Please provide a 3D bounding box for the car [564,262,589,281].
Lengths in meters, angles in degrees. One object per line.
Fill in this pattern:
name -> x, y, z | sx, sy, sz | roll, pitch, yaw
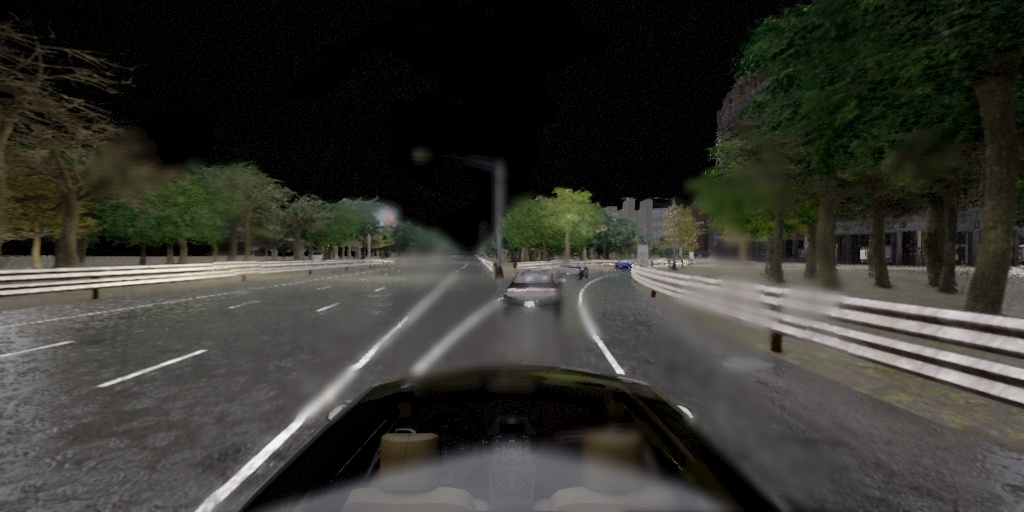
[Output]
car -> 5.387, 1.252, 30.546 | 2.128, 1.511, 4.902 | 0, 0, 21

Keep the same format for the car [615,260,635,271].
car -> 16.124, 1.271, 50.654 | 1.882, 1.535, 5.008 | 0, 0, 35

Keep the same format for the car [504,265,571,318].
car -> 0.953, 1.245, 12.997 | 2.128, 1.511, 4.902 | 0, 0, 9
